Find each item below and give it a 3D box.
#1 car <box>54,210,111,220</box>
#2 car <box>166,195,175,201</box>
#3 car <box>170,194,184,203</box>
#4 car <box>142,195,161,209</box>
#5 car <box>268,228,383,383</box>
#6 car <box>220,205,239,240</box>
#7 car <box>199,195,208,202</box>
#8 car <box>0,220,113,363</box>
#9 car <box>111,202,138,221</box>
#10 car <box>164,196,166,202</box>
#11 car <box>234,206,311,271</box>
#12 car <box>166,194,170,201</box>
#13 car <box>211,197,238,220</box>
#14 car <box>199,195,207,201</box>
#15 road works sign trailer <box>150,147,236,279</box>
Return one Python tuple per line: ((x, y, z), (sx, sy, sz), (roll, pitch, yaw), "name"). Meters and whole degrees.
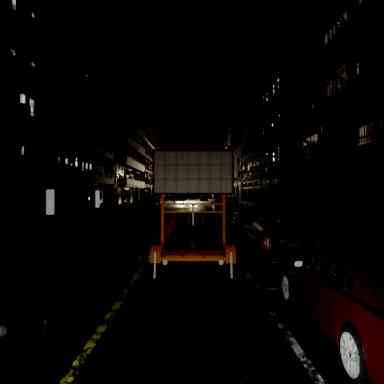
((-5.653, 1.573, 16.506), (1.947, 1.339, 4.313), (0, 0, 0), "car")
((-5.505, 1.453, 84.143), (1.967, 1.590, 4.097), (0, 0, 0), "car")
((-2.846, 1.235, 70.896), (2.150, 2.045, 5.566), (0, 0, 0), "car")
((-5.592, 1.453, 44.689), (1.967, 1.590, 4.097), (0, 0, 0), "car")
((2.703, 1.547, 5.212), (1.887, 1.381, 4.507), (0, 0, 0), "car")
((2.728, 1.558, 16.484), (2.008, 1.369, 4.403), (0, 0, 0), "car")
((2.863, 1.539, 78.655), (1.752, 1.417, 4.829), (0, 0, 0), "car")
((-3.086, 1.550, 6.433), (2.033, 1.411, 5.357), (0, 0, 0), "car")
((-5.629, 1.535, 27.609), (1.752, 1.417, 4.829), (0, 0, 0), "car")
((-5.578, 1.328, 50.326), (2.192, 1.841, 5.009), (0, 0, 0), "car")
((2.715, 1.445, 10.849), (1.967, 1.590, 4.097), (0, 0, 0), "car")
((-5.517, 1.328, 78.507), (2.192, 1.841, 5.009), (0, 0, 0), "car")
((2.754, 1.325, 27.758), (2.192, 1.841, 5.009), (0, 0, 0), "car")
((2.887, 1.557, 89.758), (1.887, 1.381, 4.507), (0, 0, 0), "car")
((0.037, 0.469, 10.004), (2.380, 3.560, 2.880), (0, 0, 0), "road works sign trailer")
